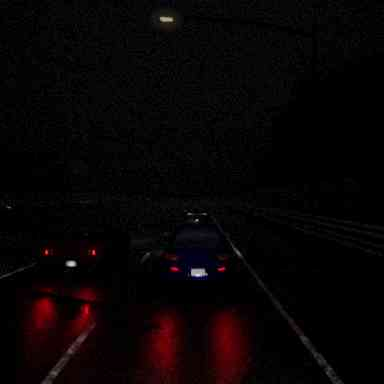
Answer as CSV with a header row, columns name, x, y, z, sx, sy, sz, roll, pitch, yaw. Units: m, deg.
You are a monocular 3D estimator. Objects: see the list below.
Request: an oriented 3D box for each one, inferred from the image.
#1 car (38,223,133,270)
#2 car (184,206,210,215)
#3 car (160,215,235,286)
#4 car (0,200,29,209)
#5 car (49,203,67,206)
name,x,y,z,sx,sy,sz,roll,pitch,yaw
car,-3.332,1.726,11.470,1.895,1.301,4.718,0,-1,1
car,0.388,1.794,25.504,2.128,1.511,4.902,0,-1,1
car,0.151,1.631,9.614,1.812,1.442,4.674,0,-1,0
car,-20.458,1.812,37.687,2.097,1.767,4.553,0,-1,2
car,-16.794,2.073,41.667,2.033,1.411,5.357,0,-1,2
